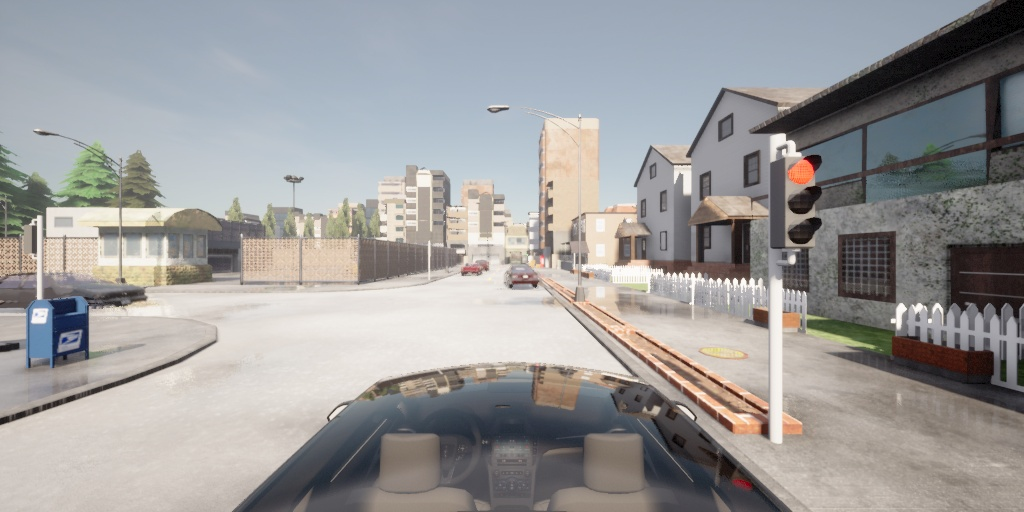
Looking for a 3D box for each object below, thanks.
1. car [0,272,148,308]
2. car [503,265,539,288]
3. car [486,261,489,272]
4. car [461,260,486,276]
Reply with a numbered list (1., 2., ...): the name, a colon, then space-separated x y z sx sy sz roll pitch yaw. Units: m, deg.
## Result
1. car: -16.849 1.297 13.195 5.357 1.411 2.033 0 0 0
2. car: 0.494 1.297 24.111 2.033 1.411 5.357 0 0 -7
3. car: -4.112 1.227 47.681 1.882 1.535 5.008 0 0 0
4. car: -4.121 1.350 37.175 1.895 1.301 4.718 0 0 0
